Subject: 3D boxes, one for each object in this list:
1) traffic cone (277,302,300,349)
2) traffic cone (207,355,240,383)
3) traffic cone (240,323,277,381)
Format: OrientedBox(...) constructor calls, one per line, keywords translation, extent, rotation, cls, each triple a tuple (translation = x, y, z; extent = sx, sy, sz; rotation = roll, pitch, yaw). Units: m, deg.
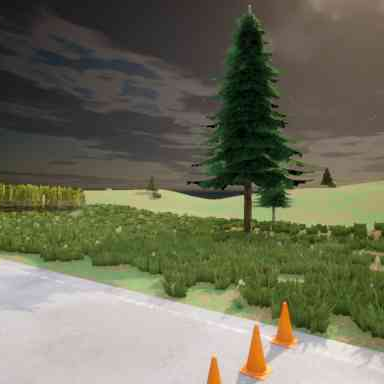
OrientedBox(translation=(1.395, 1.955, 4.995), extent=(0.340, 0.580, 0.340), rotation=(0, 0, 36), cls="traffic cone")
OrientedBox(translation=(0.226, 1.955, 3.372), extent=(0.340, 0.580, 0.340), rotation=(0, 0, 36), cls="traffic cone")
OrientedBox(translation=(0.810, 1.955, 4.184), extent=(0.340, 0.580, 0.340), rotation=(0, 0, 36), cls="traffic cone")
